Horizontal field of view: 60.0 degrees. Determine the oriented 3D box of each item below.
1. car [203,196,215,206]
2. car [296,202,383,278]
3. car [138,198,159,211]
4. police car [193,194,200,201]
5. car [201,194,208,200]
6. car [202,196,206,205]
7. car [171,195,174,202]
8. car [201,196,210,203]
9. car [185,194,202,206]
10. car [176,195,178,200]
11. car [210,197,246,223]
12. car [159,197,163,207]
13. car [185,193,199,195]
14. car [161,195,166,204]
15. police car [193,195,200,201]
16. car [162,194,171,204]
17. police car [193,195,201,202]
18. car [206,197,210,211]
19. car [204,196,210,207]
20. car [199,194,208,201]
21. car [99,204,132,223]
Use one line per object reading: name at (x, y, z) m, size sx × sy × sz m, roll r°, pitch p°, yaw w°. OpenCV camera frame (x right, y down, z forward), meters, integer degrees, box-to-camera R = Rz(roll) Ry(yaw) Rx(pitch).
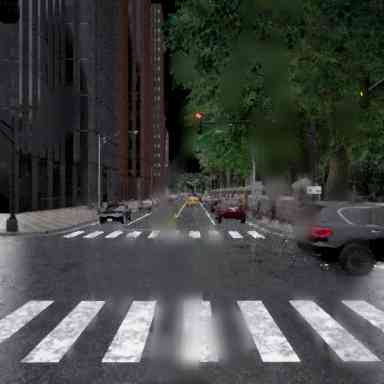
car at (2.933, 1.487, 57.985) m, size 1.967 × 1.590 × 4.097 m, roll 0°, pitch 0°, yaw 0°
car at (6.076, 1.358, 10.134) m, size 5.566 × 2.045 × 2.150 m, roll 1°, pitch 0°, yaw 0°
car at (-5.641, 1.580, 41.633) m, size 2.008 × 1.369 × 4.403 m, roll 0°, pitch 0°, yaw 0°
police car at (1.171, 1.522, 92.018) m, size 1.930 × 1.638 × 5.238 m, roll 0°, pitch 0°, yaw 0°
car at (2.917, 1.481, 52.529) m, size 1.967 × 1.590 × 4.097 m, roll 0°, pitch 0°, yaw 0°
car at (2.900, 1.586, 47.072) m, size 2.008 × 1.369 × 4.403 m, roll 0°, pitch 0°, yaw 0°
car at (-5.560, 1.375, 68.919) m, size 2.192 × 1.841 × 5.009 m, roll 0°, pitch 0°, yaw 0°
car at (2.981, 1.593, 74.524) m, size 1.752 × 1.417 × 4.829 m, roll 0°, pitch 0°, yaw 0°
car at (0.212, 1.522, 55.280) m, size 1.882 × 1.535 × 5.008 m, roll 0°, pitch 0°, yaw 0°
car at (-5.496, 1.534, 90.747) m, size 1.967 × 1.590 × 4.097 m, roll 0°, pitch 0°, yaw 0°
car at (2.836, 1.326, 25.247) m, size 2.192 × 1.841 × 5.009 m, roll 0°, pitch 0°, yaw 0°
car at (-5.625, 1.617, 47.090) m, size 1.802 × 1.307 × 4.206 m, roll 0°, pitch 0°, yaw 0°
car at (0.192, 1.278, 65.406) m, size 2.150 × 2.045 × 5.566 m, roll 0°, pitch 0°, yaw 0°
car at (-5.609, 1.623, 52.547) m, size 1.802 × 1.307 × 4.206 m, roll 0°, pitch 0°, yaw 0°
police car at (1.135, 1.512, 86.018) m, size 1.930 × 1.638 × 5.238 m, roll 0°, pitch 0°, yaw 0°
car at (-5.576, 1.636, 63.462) m, size 1.802 × 1.307 × 4.206 m, roll 0°, pitch 0°, yaw 0°
police car at (1.123, 1.496, 76.018) m, size 1.930 × 1.638 × 5.238 m, roll 0°, pitch 0°, yaw 0°
car at (2.868, 1.588, 36.159) m, size 1.947 × 1.339 × 4.313 m, roll 0°, pitch 0°, yaw 0°
car at (2.884, 1.579, 41.615) m, size 2.008 × 1.369 × 4.403 m, roll 0°, pitch 0°, yaw 0°
car at (3.013, 1.400, 85.268) m, size 2.192 × 1.841 × 5.009 m, roll 0°, pitch 0°, yaw 0°
car at (-5.689, 1.577, 25.262) m, size 1.947 × 1.339 × 4.313 m, roll 0°, pitch 0°, yaw 0°
